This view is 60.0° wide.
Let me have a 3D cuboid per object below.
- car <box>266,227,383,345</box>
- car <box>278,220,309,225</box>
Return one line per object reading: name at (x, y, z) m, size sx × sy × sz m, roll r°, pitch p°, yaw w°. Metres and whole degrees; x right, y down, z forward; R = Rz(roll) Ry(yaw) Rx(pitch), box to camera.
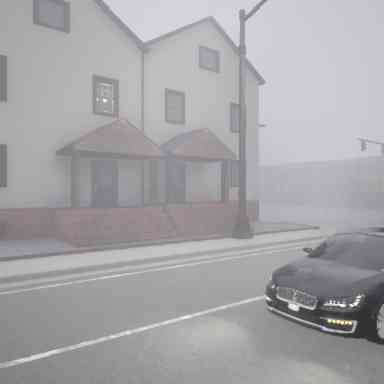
car at (3.532, 1.505, 6.477) m, size 4.892 × 1.490 × 1.837 m, roll 0°, pitch 0°, yaw -35°
car at (8.721, 3.432, 31.103) m, size 1.837 × 1.490 × 4.892 m, roll -1°, pitch -13°, yaw -36°
